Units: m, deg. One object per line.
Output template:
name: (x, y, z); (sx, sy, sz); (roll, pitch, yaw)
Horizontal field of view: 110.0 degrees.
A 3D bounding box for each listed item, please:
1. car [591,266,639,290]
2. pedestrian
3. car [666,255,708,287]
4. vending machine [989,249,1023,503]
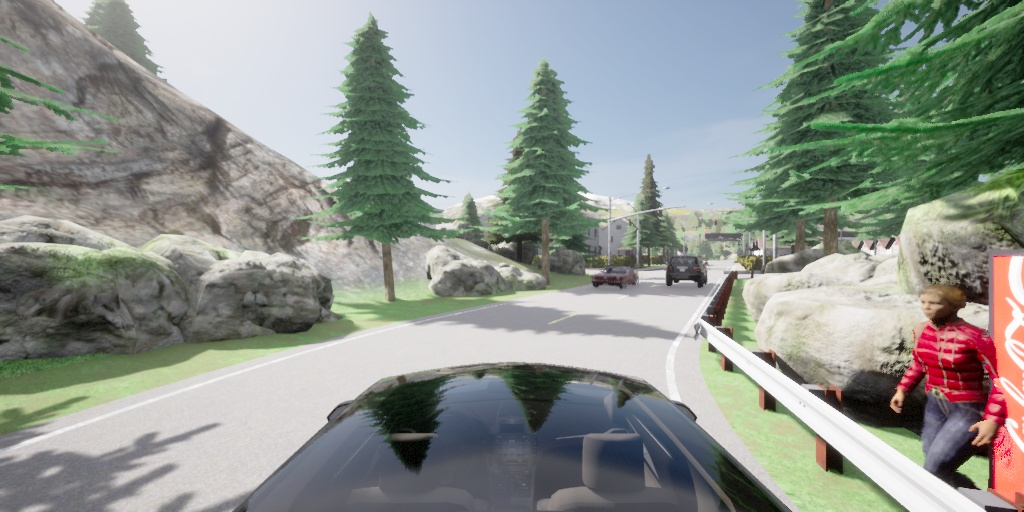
car: (6.637, 1.349, 22.863); (1.895, 1.301, 4.718); (0, 0, 32)
pedestrian: (2.999, 1.044, 2.473); (0.375, 1.860, 0.375); (0, 0, 9)
car: (12.024, 0.970, 24.572); (2.150, 2.045, 5.566); (0, 0, 32)
vending machine: (3.364, 0.945, 1.694); (1.100, 2.100, 0.880); (0, 0, 6)
